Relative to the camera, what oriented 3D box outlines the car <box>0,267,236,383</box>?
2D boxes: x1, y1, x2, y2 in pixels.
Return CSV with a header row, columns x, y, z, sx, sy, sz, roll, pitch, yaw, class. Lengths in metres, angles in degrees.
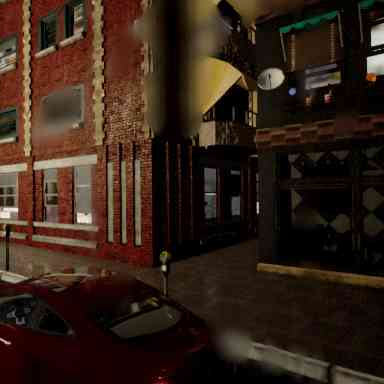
x,y,z,sx,sy,sz,roll,pitch,yaw,class
-1.515,1.583,3.934,4.206,1.307,1.802,0,-1,36,car
